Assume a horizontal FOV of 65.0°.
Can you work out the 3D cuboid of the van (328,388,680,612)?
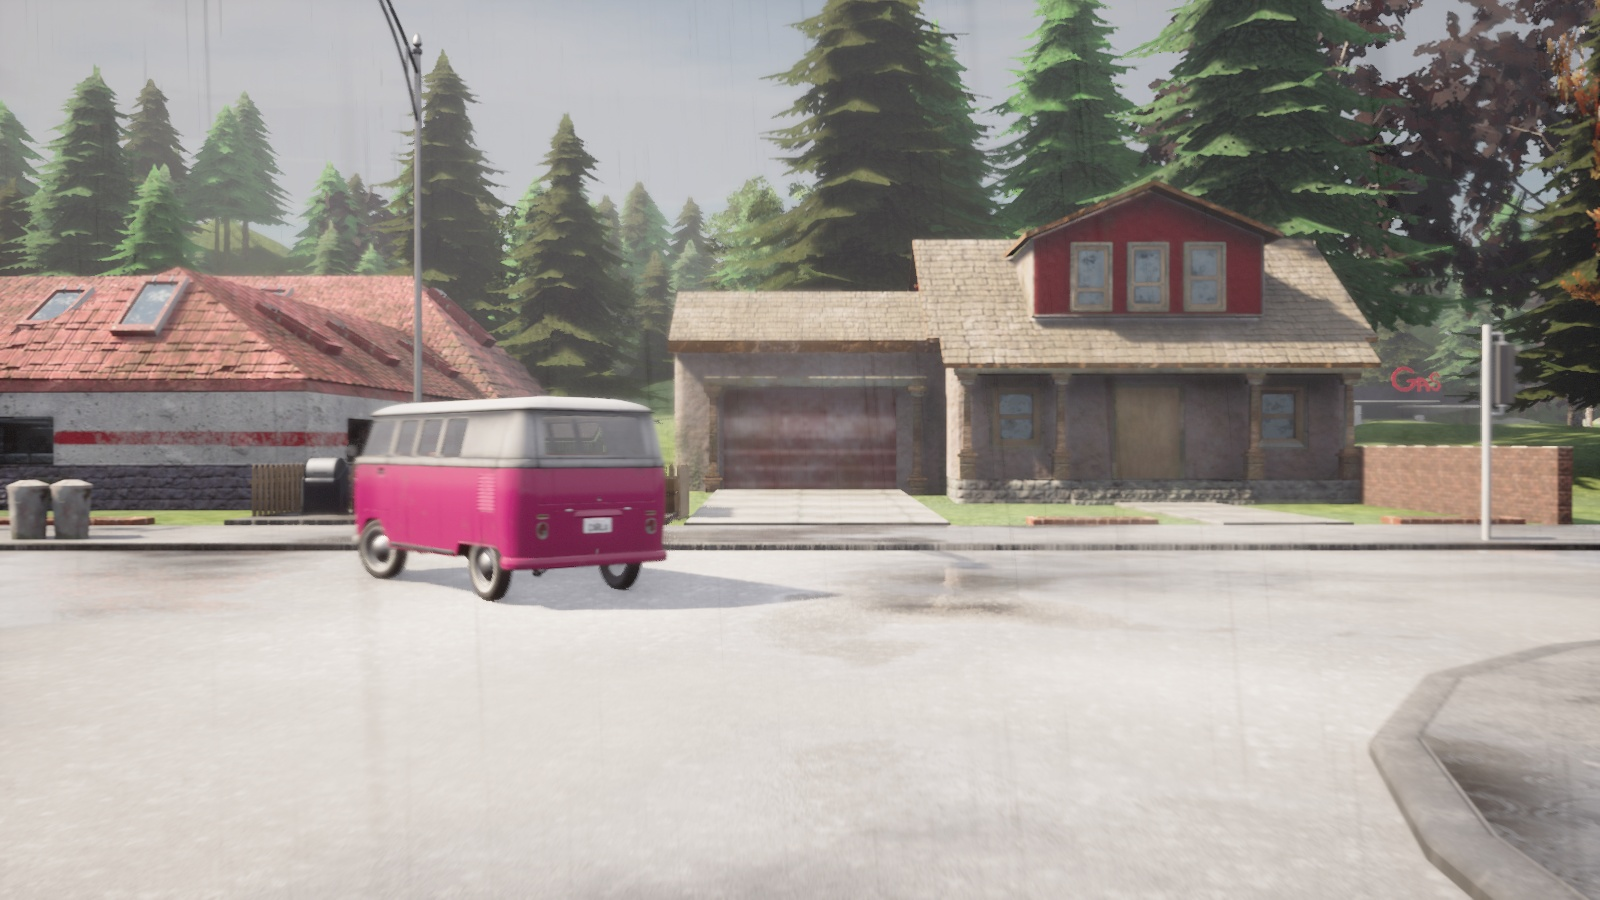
[{"bbox_3d":[-3.321,0.442,13.439,1.775,1.987,4.442,0,0,-41],"label":"van"}]
